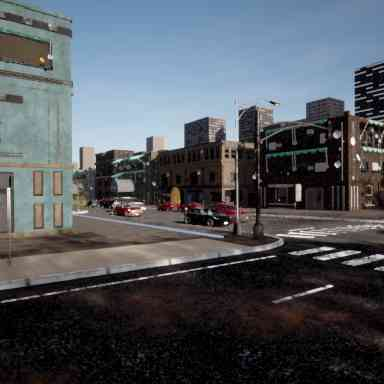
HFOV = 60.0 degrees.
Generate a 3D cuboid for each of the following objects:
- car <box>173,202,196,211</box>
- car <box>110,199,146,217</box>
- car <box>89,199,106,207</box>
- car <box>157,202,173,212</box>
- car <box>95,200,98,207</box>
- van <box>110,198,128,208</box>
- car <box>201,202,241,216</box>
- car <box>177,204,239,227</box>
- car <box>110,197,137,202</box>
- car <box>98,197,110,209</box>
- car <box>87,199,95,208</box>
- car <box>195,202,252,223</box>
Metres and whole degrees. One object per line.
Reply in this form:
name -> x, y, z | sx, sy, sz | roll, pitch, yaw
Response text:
car -> -0.074, 1.903, 41.137 | 1.802, 1.307, 4.206 | -2, 0, -36
car -> -6.892, 1.846, 36.259 | 1.967, 1.590, 4.097 | -1, 0, -36
car -> -19.395, 2.227, 68.148 | 1.887, 1.381, 4.507 | -1, 0, -36
car -> -3.293, 1.966, 45.638 | 1.802, 1.307, 4.206 | -2, 0, -36
car -> -16.180, 1.939, 63.646 | 2.192, 1.841, 5.009 | -1, 0, -36
van -> -12.960, 1.907, 59.144 | 1.690, 1.788, 3.998 | -1, 0, -36
car -> 3.145, 1.809, 36.634 | 2.008, 1.369, 4.403 | -2, 0, -36
car -> 1.084, 1.814, 24.902 | 1.947, 1.339, 4.313 | -2, 0, -36
car -> -7.944, 1.664, 42.231 | 2.150, 2.045, 5.566 | -1, -1, -35
car -> -13.428, 2.066, 55.370 | 1.837, 1.490, 4.892 | -1, 0, -36
car -> -19.206, 2.159, 63.449 | 2.128, 1.511, 4.902 | -1, 0, -36
car -> 2.721, 1.709, 27.288 | 1.882, 1.535, 5.008 | -1, 0, -36
